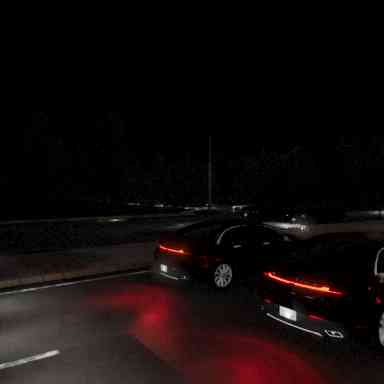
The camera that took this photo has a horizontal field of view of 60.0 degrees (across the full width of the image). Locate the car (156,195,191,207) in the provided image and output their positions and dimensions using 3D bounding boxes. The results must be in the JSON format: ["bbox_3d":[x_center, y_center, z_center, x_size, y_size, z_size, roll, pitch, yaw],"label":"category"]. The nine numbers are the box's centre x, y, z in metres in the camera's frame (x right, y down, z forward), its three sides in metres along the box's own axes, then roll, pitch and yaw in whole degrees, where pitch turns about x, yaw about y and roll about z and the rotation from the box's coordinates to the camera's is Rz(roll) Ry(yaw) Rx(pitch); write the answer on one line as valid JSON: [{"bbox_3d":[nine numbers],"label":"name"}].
[{"bbox_3d":[-2.869,1.547,50.104,2.033,1.411,5.357,0,0,-35],"label":"car"}]

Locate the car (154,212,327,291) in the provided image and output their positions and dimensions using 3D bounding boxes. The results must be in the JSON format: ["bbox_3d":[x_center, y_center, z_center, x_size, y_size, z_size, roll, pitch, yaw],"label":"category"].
[{"bbox_3d":[1.336,1.505,9.049,4.892,1.490,1.837,0,0,-35],"label":"car"}]

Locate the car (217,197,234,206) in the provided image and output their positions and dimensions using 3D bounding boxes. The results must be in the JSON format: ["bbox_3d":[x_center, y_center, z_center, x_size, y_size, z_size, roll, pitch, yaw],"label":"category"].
[{"bbox_3d":[6.124,1.526,55.603,1.812,1.442,4.674,0,0,-35],"label":"car"}]

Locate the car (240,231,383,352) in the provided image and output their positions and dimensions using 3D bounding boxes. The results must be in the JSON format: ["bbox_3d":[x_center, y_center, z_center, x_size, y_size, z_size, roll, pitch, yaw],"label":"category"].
[{"bbox_3d":[3.368,1.505,6.200,4.892,1.490,1.837,0,0,-35],"label":"car"}]

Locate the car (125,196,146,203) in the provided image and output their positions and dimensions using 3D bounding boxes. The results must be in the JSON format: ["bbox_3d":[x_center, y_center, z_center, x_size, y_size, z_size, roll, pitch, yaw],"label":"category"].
[{"bbox_3d":[-11.764,1.540,69.062,2.033,1.411,5.357,0,0,-35],"label":"car"}]

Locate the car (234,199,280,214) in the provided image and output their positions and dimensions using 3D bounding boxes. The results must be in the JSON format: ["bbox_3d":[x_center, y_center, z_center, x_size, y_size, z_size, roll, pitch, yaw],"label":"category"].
[{"bbox_3d":[6.089,1.491,26.691,4.902,1.511,2.128,0,0,-35],"label":"car"}]

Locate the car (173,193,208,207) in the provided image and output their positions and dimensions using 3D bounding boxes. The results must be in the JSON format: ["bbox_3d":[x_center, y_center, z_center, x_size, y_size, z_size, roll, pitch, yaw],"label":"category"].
[{"bbox_3d":[-0.105,1.221,52.242,2.150,2.045,5.566,0,0,-36],"label":"car"}]

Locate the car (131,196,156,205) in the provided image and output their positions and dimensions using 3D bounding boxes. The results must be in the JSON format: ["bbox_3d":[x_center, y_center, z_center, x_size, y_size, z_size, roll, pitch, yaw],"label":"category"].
[{"bbox_3d":[-8.360,1.601,57.968,1.895,1.301,4.718,0,0,-35],"label":"car"}]

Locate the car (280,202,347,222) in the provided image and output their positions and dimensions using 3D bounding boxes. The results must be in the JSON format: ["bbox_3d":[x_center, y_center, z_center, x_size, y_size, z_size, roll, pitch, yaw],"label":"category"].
[{"bbox_3d":[9.263,1.547,24.641,5.357,1.411,2.033,0,0,-35],"label":"car"}]

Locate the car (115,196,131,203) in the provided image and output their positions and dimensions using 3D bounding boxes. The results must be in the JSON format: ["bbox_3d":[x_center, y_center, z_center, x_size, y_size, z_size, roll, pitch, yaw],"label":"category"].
[{"bbox_3d":[-14.131,1.491,66.311,2.128,1.511,4.902,0,0,-35],"label":"car"}]

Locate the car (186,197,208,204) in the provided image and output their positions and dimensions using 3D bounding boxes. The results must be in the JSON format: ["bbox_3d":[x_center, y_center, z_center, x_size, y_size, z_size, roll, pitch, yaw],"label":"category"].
[{"bbox_3d":[0.910,1.601,63.065,1.895,1.301,4.718,0,0,-35],"label":"car"}]
